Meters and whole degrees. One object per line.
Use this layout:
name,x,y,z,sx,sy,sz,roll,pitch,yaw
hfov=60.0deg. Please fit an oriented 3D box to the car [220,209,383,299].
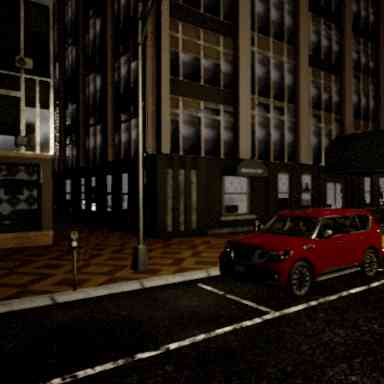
car,3.081,1.387,8.772,5.009,1.841,2.192,1,-1,-35
